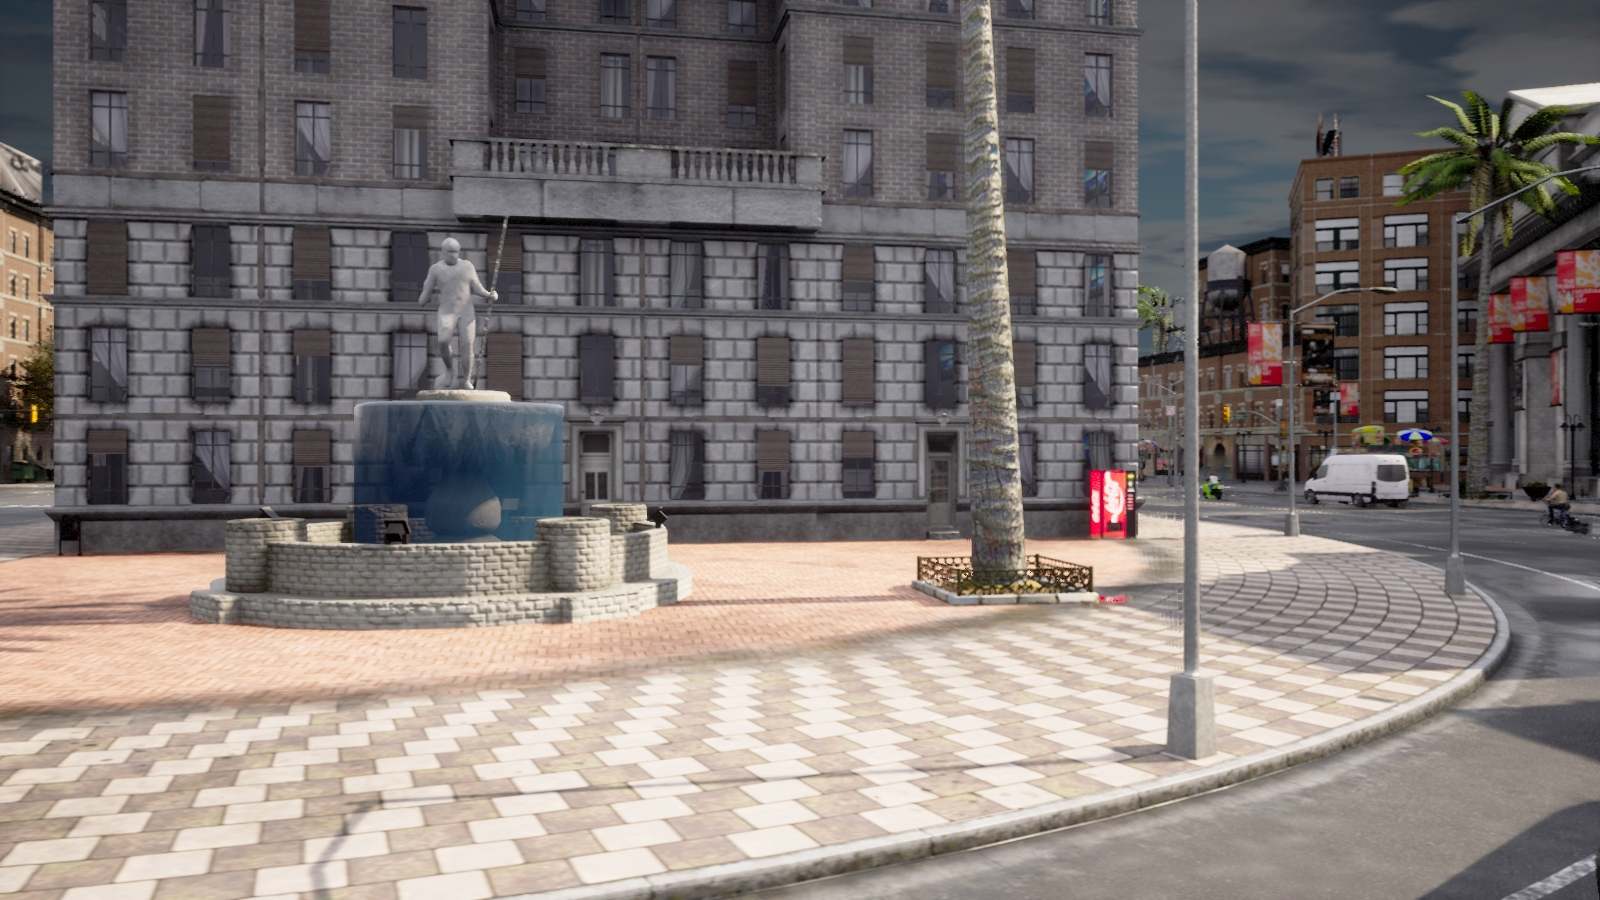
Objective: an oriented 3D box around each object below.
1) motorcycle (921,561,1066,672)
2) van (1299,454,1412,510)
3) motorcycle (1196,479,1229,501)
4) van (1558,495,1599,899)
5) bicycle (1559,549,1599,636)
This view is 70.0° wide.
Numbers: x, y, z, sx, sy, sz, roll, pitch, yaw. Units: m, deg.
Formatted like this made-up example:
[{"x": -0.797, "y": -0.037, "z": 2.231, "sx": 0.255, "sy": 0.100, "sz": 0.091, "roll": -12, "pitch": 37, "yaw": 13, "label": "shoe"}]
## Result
[{"x": 2.586, "y": 2.179, "z": 15.222, "sx": 1.805, "sy": 1.236, "sz": 0.856, "roll": 0, "pitch": 0, "yaw": -32, "label": "motorcycle"}, {"x": 27.471, "y": 1.512, "z": 56.776, "sx": 1.988, "sy": 2.561, "sz": 5.915, "roll": 0, "pitch": 0, "yaw": -10, "label": "van"}, {"x": 22.830, "y": 2.193, "z": 63.214, "sx": 0.803, "sy": 1.145, "sz": 2.033, "roll": 0, "pitch": 0, "yaw": -10, "label": "motorcycle"}, {"x": 6.776, "y": 1.529, "z": 7.037, "sx": 5.915, "sy": 2.561, "sz": 1.988, "roll": 0, "pitch": 0, "yaw": -41, "label": "van"}, {"x": 12.273, "y": 2.196, "z": 17.798, "sx": 1.643, "sy": 1.196, "sz": 0.373, "roll": 0, "pitch": -1, "yaw": -43, "label": "bicycle"}]
